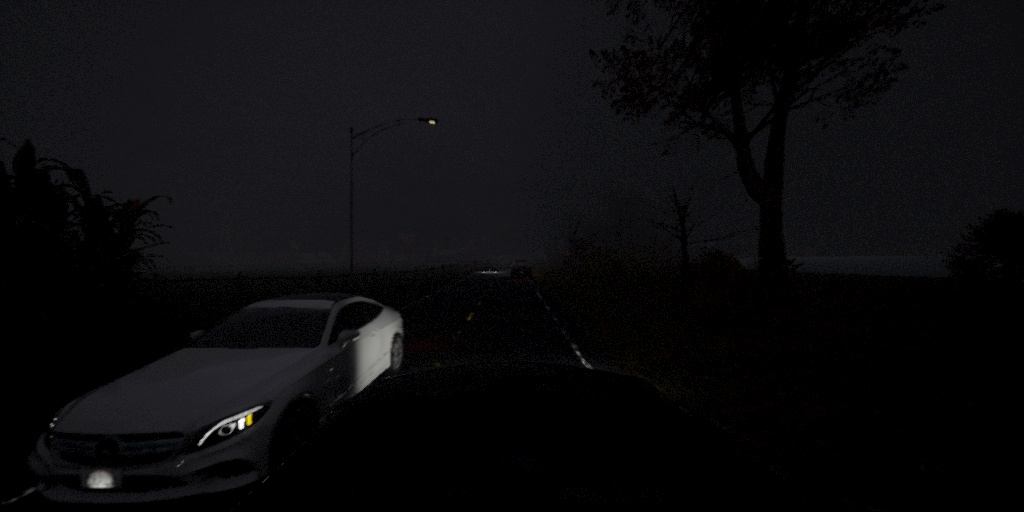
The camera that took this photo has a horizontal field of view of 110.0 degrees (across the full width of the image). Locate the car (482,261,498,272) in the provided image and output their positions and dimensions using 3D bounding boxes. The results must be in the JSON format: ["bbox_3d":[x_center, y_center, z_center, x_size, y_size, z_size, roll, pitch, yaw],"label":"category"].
[{"bbox_3d":[-2.814,1.308,47.599,2.033,1.411,5.357,0,0,0],"label":"car"}]

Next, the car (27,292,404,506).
[{"bbox_3d":[-2.837,1.274,4.799,1.812,1.442,4.674,0,0,0],"label":"car"}]

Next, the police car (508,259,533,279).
[{"bbox_3d":[0.830,1.174,32.664,1.930,1.638,5.238,0,0,0],"label":"police car"}]
